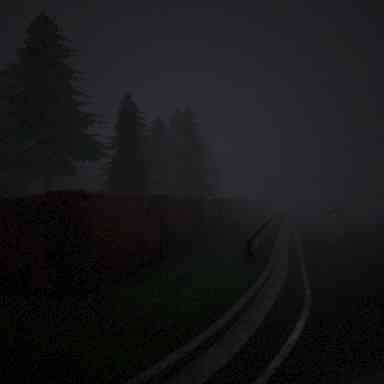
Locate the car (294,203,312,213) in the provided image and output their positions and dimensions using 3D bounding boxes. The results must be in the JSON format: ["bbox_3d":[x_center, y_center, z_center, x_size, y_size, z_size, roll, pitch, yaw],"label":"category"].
[{"bbox_3d":[20.913,3.050,62.872,2.097,1.767,4.553,-2,-2,16],"label":"car"}]

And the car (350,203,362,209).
[{"bbox_3d":[41.901,3.524,84.927,1.994,1.385,4.181,-2,-2,16],"label":"car"}]

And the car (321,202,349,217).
[{"bbox_3d":[19.594,2.358,45.781,2.150,2.045,5.566,-2,-2,16],"label":"car"}]

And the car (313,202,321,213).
[{"bbox_3d":[24.499,3.153,62.655,2.033,1.411,5.357,-2,-2,16],"label":"car"}]

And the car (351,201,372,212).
[{"bbox_3d":[31.195,2.607,60.666,2.150,2.045,5.566,-2,-2,16],"label":"car"}]
